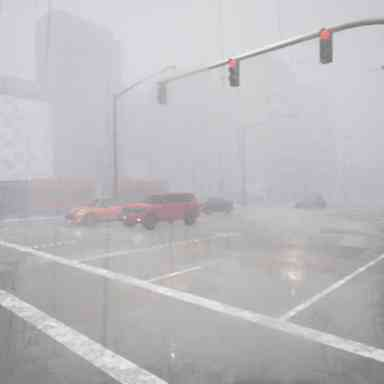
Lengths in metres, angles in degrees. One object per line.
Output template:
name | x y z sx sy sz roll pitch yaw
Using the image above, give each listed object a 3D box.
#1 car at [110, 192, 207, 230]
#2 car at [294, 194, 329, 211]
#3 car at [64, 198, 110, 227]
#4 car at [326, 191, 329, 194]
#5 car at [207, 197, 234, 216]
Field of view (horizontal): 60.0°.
car | -1.865 1.037 20.343 2.150 2.045 5.566 0 0 42
car | 13.445 1.285 37.351 2.033 1.411 5.357 0 0 42
car | -5.743 1.165 21.273 2.097 1.767 4.553 0 1 42
car | 16.742 1.058 46.161 2.097 1.767 4.553 0 0 42
car | 1.792 1.247 29.652 2.128 1.511 4.902 0 0 42
